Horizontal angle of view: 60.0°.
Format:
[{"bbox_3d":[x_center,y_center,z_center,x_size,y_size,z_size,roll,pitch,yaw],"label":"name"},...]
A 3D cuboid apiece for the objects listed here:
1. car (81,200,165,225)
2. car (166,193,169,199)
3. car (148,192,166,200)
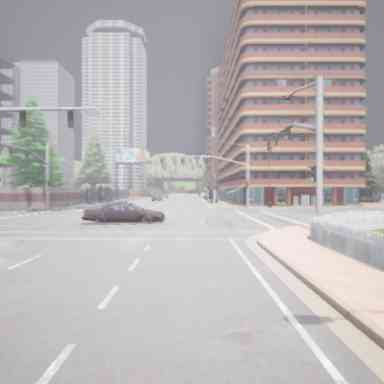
[{"bbox_3d":[-4.510,1.454,22.220,5.357,1.411,2.033,0,0,0],"label":"car"},{"bbox_3d":[-7.002,0.949,82.748,2.097,1.767,4.553,0,0,0],"label":"car"},{"bbox_3d":[-7.002,1.224,67.008,2.033,1.411,5.357,0,0,0],"label":"car"}]
